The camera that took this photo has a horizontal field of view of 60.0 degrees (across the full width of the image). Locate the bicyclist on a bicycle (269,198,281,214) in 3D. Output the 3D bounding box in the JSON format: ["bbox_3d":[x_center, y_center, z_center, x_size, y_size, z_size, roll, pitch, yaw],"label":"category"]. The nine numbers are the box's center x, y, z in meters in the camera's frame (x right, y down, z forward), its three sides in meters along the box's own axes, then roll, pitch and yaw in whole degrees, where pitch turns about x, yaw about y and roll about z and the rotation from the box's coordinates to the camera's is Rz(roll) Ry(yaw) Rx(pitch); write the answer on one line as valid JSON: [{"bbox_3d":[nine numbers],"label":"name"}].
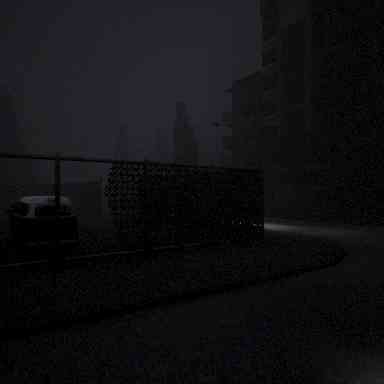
[{"bbox_3d":[7.951,1.349,31.774,1.656,1.620,0.582,0,0,-36],"label":"bicyclist on a bicycle"}]
